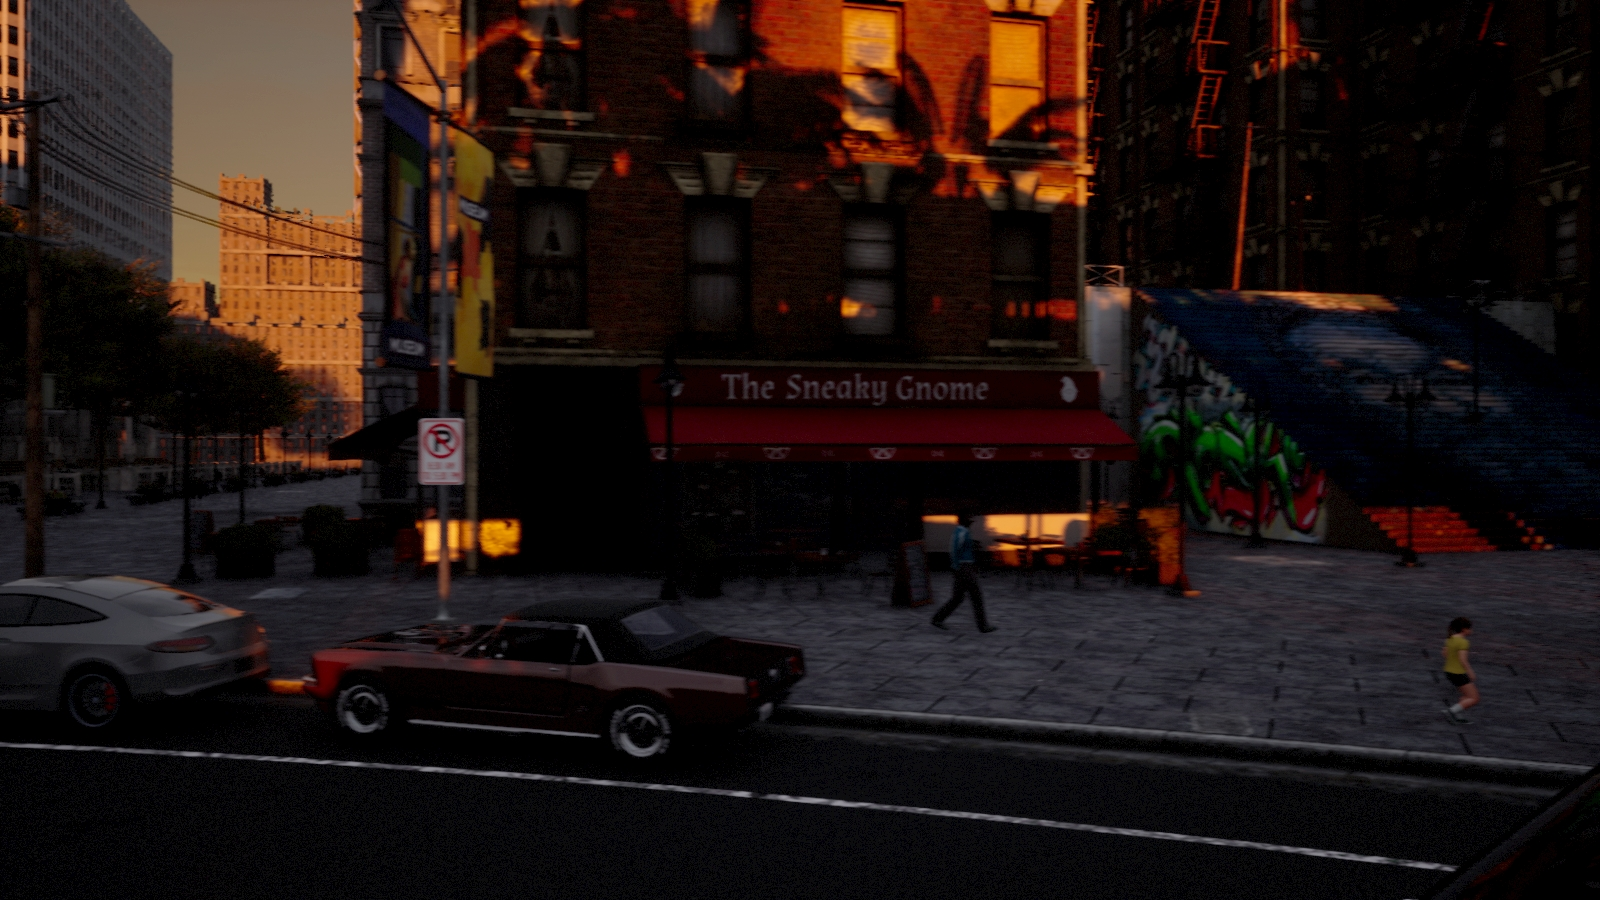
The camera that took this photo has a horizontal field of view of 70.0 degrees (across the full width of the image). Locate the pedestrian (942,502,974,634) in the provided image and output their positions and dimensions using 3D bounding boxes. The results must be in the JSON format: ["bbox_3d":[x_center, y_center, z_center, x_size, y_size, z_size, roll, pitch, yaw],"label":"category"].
[{"bbox_3d":[2.281,1.690,16.501,0.375,1.860,0.375,0,0,21],"label":"pedestrian"}]

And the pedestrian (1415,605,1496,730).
[{"bbox_3d":[6.273,2.071,10.951,0.500,1.100,0.500,0,0,4],"label":"pedestrian"}]

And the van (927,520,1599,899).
[{"bbox_3d":[3.363,1.533,2.019,5.915,2.561,1.988,0,0,25],"label":"van"}]
